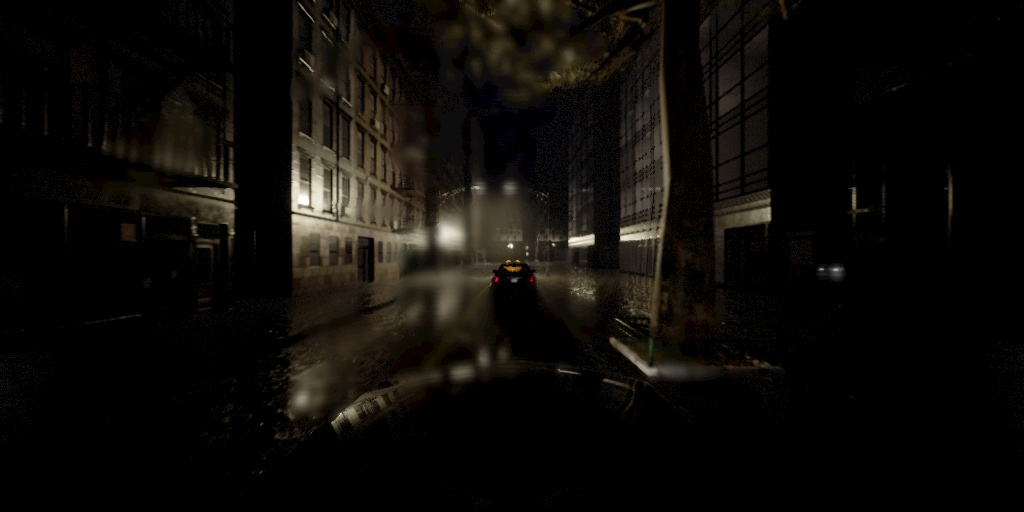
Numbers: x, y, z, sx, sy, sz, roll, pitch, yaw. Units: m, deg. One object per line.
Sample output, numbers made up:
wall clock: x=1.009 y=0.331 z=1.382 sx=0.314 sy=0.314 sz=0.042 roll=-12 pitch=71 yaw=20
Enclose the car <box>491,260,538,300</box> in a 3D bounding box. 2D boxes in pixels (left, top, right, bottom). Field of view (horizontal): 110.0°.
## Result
car: x=0.105 y=1.086 z=17.696 sx=2.097 sy=1.767 sz=4.553 roll=0 pitch=0 yaw=0
